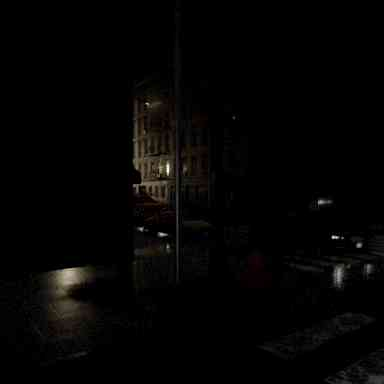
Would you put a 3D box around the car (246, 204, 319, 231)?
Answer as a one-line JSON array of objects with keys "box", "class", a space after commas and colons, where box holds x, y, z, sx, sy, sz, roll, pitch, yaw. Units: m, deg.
[{"box": [5.735, 1.558, 21.528, 1.947, 1.339, 4.313, 0, 0, -35], "class": "car"}]

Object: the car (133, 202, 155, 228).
[{"box": [-3.947, 1.584, 21.289, 2.008, 1.369, 4.403, 0, 0, -35], "class": "car"}]

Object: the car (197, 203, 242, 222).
[{"box": [2.595, 1.578, 25.937, 1.802, 1.307, 4.206, 0, 0, -35], "class": "car"}]

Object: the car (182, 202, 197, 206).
[{"box": [-0.545, 1.566, 30.345, 1.947, 1.339, 4.313, 0, 0, -35], "class": "car"}]

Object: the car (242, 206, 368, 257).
[{"box": [4.420, 1.506, 13.210, 2.128, 1.511, 4.902, 0, 0, -28], "class": "car"}]

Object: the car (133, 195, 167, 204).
[{"box": [-4.132, 1.248, 25.920, 2.150, 2.045, 5.566, 0, 0, -35], "class": "car"}]

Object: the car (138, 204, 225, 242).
[{"box": [-0.708, 1.554, 16.741, 1.752, 1.417, 4.829, 0, 0, -35], "class": "car"}]

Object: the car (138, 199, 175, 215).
[{"box": [-3.783, 1.529, 34.893, 1.752, 1.417, 4.829, 0, 0, -35], "class": "car"}]
